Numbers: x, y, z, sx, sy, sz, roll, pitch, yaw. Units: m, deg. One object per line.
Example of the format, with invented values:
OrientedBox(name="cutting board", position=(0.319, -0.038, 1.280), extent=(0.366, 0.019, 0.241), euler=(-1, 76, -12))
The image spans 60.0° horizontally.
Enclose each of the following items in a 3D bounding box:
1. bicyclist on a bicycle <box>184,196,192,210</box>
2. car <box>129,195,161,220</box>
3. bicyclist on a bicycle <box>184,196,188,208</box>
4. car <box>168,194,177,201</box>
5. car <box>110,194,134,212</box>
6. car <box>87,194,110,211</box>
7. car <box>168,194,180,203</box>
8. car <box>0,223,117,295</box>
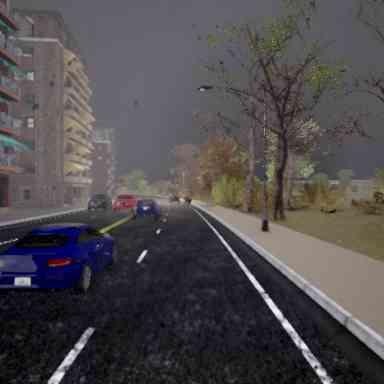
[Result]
OrientedBox(name="bicyclist on a bicycle", position=(-0.310, 1.361, 39.769), extent=(0.659, 1.776, 1.843), euler=(0, 0, -3))
OrientedBox(name="car", position=(-3.803, 1.351, 28.527), extent=(2.097, 1.767, 4.553), euler=(0, 0, -2))
OrientedBox(name="bicyclist on a bicycle", position=(-0.897, 1.439, 48.805), extent=(0.582, 1.620, 1.656), euler=(0, 0, -4))
OrientedBox(name="car", position=(-4.718, 1.323, 79.924), extent=(2.097, 1.767, 4.553), euler=(0, 0, -7))
OrientedBox(name="car", position=(-7.767, 1.219, 38.994), extent=(2.150, 2.045, 5.566), euler=(0, 0, -3))
OrientedBox(name="car", position=(-11.111, 1.221, 40.518), extent=(2.150, 2.045, 5.566), euler=(0, 0, -3))
OrientedBox(name="car", position=(-3.566, 1.477, 69.386), extent=(1.837, 1.490, 4.892), euler=(0, 0, -6))
OrientedBox(name="car", position=(-3.235, 1.528, 8.593), extent=(1.812, 1.442, 4.674), euler=(0, 0, -1))
